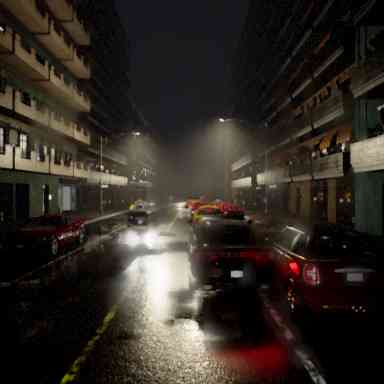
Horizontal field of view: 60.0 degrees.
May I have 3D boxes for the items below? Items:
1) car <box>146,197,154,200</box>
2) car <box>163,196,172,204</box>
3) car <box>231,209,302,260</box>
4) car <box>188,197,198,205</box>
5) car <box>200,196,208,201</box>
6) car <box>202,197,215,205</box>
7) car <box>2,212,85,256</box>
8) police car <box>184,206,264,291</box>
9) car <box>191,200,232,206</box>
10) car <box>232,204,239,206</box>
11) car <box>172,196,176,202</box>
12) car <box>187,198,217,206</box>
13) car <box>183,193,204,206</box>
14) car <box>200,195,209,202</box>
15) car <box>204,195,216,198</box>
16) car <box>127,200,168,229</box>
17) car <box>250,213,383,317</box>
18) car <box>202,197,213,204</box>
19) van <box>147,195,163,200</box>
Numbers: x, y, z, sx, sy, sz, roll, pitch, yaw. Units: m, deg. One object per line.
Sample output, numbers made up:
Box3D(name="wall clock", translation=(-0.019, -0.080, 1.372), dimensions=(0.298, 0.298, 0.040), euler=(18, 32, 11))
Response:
Box3D(name="car", translation=(-5.572, 1.531, 35.645), dimensions=(1.752, 1.417, 4.829), euler=(0, 0, 0))
Box3D(name="car", translation=(-5.475, 1.496, 64.123), dimensions=(1.967, 1.590, 4.097), euler=(0, 0, 0))
Box3D(name="car", translation=(2.732, 1.524, 13.284), dimensions=(1.752, 1.417, 4.829), euler=(0, 0, 0))
Box3D(name="car", translation=(0.208, 1.574, 60.748), dimensions=(1.812, 1.442, 4.674), euler=(0, 0, 0))
Box3D(name="car", translation=(2.984, 1.685, 86.715), dimensions=(1.947, 1.339, 4.313), euler=(0, 0, 0))
Box3D(name="car", translation=(2.887, 1.594, 58.409), dimensions=(2.008, 1.369, 4.403), euler=(0, 0, 0))
Box3D(name="car", translation=(-5.649, 1.544, 13.166), dimensions=(1.887, 1.381, 4.507), euler=(0, 0, 0))
Box3D(name="police car", translation=(0.830, 1.424, 9.176), dimensions=(1.930, 1.638, 5.238), euler=(0, 0, -1))
Box3D(name="car", translation=(0.964, 1.456, 19.276), dimensions=(1.801, 1.575, 5.366), euler=(0, 0, 0))
Box3D(name="car", translation=(2.770, 1.546, 24.439), dimensions=(1.887, 1.381, 4.507), euler=(0, 0, 0))
Box3D(name="car", translation=(-5.416, 1.626, 80.940), dimensions=(1.752, 1.417, 4.829), euler=(0, 0, 0))
Box3D(name="car", translation=(0.828, 1.481, 25.050), dimensions=(1.882, 1.535, 5.008), euler=(0, 0, -3))
Box3D(name="car", translation=(0.201, 1.372, 46.706), dimensions=(2.097, 1.767, 4.553), euler=(0, 0, 1))
Box3D(name="car", translation=(2.964, 1.541, 81.056), dimensions=(1.967, 1.590, 4.097), euler=(0, 0, 0))
Box3D(name="car", translation=(2.866, 1.347, 52.747), dimensions=(2.192, 1.841, 5.009), euler=(0, 0, 0))
Box3D(name="car", translation=(-3.027, 1.492, 21.959), dimensions=(2.128, 1.511, 4.902), euler=(0, 0, 0))
Box3D(name="car", translation=(2.712, 1.438, 7.452), dimensions=(1.967, 1.590, 4.097), euler=(0, 0, 0))
Box3D(name="car", translation=(2.906, 1.607, 64.070), dimensions=(2.008, 1.369, 4.403), euler=(0, 0, 0))
Box3D(name="van", translation=(-5.533, 1.362, 47.138), dimensions=(1.690, 1.788, 3.998), euler=(0, 0, 0))
